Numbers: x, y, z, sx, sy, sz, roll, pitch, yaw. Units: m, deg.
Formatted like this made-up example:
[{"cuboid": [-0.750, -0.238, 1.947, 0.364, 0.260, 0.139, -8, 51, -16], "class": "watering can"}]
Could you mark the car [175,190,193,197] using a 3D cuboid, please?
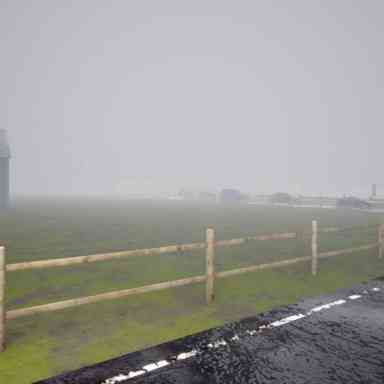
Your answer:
[{"cuboid": [-1.772, 0.362, 71.827, 1.837, 1.490, 4.892, 0, 1, -36], "class": "car"}]

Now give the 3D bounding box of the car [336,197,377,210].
[{"cuboid": [18.400, 1.216, 37.358, 1.994, 1.385, 4.181, 0, 1, -35], "class": "car"}]

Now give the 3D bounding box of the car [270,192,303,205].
[{"cuboid": [12.829, 0.830, 45.173, 2.097, 1.767, 4.553, 0, 1, -35], "class": "car"}]

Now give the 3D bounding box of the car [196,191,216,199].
[{"cuboid": [2.793, 0.597, 65.485, 1.837, 1.490, 4.892, 0, 1, -35], "class": "car"}]

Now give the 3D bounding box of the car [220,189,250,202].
[{"cuboid": [6.837, 0.510, 53.582, 2.150, 2.045, 5.566, 0, 1, -35], "class": "car"}]
